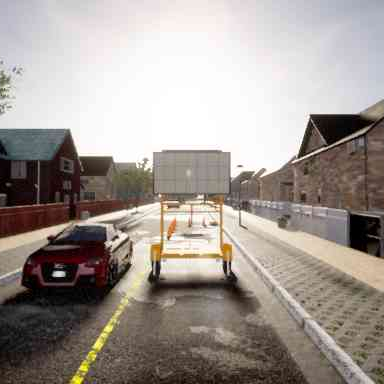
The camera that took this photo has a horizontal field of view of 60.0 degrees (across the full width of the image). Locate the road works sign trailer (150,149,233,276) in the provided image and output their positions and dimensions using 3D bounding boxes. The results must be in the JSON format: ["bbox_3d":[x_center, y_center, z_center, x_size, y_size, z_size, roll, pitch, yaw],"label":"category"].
[{"bbox_3d":[-0.007,0.483,10.393,2.380,3.560,2.880,0,0,1],"label":"road works sign trailer"}]

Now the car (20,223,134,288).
[{"bbox_3d":[-2.853,1.580,9.134,1.994,1.385,4.181,0,0,0],"label":"car"}]

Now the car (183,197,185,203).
[{"bbox_3d":[-2.784,1.942,81.813,2.097,1.767,4.553,0,-1,0],"label":"car"}]

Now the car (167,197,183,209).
[{"bbox_3d":[-2.869,1.805,51.665,2.033,1.411,5.357,0,0,0],"label":"car"}]
